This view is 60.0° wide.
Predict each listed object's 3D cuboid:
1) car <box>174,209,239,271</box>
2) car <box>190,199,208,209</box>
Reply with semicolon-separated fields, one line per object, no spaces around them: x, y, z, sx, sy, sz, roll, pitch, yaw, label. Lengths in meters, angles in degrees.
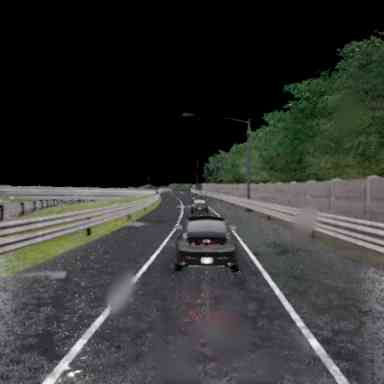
0.469;1.554;11.135;1.837;1.490;4.892;0;0;2;car
0.762;1.445;36.126;1.812;1.442;4.674;0;1;-1;car
